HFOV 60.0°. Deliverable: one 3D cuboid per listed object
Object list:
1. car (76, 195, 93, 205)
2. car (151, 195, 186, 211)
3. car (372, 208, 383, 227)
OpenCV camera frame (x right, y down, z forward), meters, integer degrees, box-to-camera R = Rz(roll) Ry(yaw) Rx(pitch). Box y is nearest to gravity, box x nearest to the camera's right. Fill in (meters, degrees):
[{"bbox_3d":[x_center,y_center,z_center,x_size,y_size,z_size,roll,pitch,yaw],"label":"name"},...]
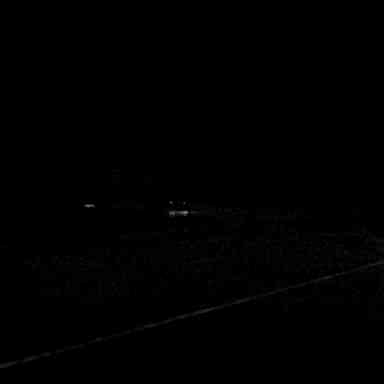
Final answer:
[{"bbox_3d":[-17.972,1.284,56.184,2.128,1.511,4.902,-1,0,-39],"label":"car"},{"bbox_3d":[-2.702,1.155,37.041,2.097,1.767,4.553,-1,0,-39],"label":"car"},{"bbox_3d":[12.383,1.330,18.135,1.812,1.442,4.674,-1,0,-39],"label":"car"}]
